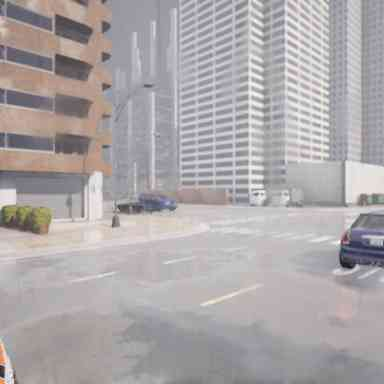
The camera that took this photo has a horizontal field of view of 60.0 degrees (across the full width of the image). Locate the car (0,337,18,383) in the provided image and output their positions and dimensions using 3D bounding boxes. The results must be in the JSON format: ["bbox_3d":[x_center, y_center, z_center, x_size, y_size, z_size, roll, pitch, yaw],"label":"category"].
[{"bbox_3d":[-3.416,1.359,1.703,4.553,1.767,2.097,0,0,-33],"label":"car"}]

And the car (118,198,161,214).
[{"bbox_3d":[-5.720,1.587,34.879,1.895,1.301,4.718,0,0,-44],"label":"car"}]

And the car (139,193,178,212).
[{"bbox_3d":[-4.004,1.194,38.127,2.150,2.045,5.566,0,0,-44],"label":"car"}]

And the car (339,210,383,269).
[{"bbox_3d":[6.293,1.309,10.024,4.553,1.767,2.097,0,0,-43],"label":"car"}]
